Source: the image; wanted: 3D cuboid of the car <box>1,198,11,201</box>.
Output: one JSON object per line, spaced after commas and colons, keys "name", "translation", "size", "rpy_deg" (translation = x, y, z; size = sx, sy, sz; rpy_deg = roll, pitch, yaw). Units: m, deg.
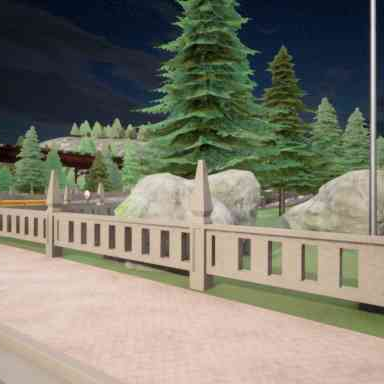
{"name": "car", "translation": [-22.678, 1.598, 38.223], "size": [1.895, 1.301, 4.718], "rpy_deg": [0, 0, 36]}
